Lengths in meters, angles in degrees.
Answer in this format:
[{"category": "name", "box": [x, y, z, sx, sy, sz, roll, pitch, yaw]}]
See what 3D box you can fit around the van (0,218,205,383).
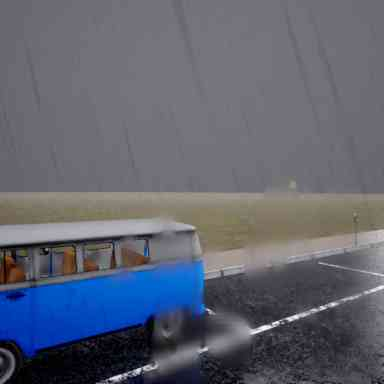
[{"category": "van", "box": [-1.696, 1.341, 4.875, 3.998, 1.788, 1.690, 0, 1, -36]}]
